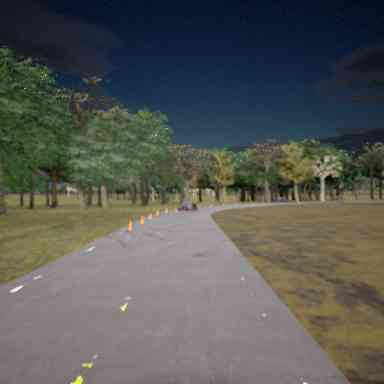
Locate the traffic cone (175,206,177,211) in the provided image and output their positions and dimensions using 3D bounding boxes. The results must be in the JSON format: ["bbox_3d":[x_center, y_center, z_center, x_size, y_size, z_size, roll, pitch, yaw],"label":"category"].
[{"bbox_3d":[-2.160,2.305,46.214,0.340,0.580,0.340,0,0,14],"label":"traffic cone"}]

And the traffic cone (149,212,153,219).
[{"bbox_3d":[-3.841,2.176,30.758,0.340,0.580,0.340,0,0,0],"label":"traffic cone"}]

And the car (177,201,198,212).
[{"bbox_3d":[-0.534,1.897,43.979,1.994,1.385,4.181,0,0,13],"label":"car"}]
